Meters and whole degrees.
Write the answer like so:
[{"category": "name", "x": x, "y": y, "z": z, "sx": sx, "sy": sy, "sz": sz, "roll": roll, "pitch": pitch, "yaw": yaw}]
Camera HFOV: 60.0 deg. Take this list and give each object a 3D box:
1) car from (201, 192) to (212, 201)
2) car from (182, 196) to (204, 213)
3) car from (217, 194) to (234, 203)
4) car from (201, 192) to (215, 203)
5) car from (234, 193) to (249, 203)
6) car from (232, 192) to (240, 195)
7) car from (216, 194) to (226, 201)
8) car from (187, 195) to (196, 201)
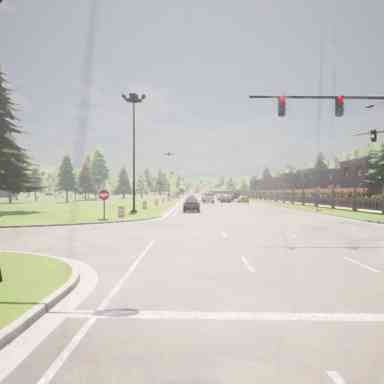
[{"category": "car", "x": 3.393, "y": 1.057, "z": 78.548, "sx": 2.150, "sy": 2.045, "sz": 5.566, "roll": 0, "pitch": 0, "yaw": 0}, {"category": "car", "x": -0.051, "y": 1.492, "z": 37.480, "sx": 2.128, "sy": 1.511, "sz": 4.902, "roll": 0, "pitch": 0, "yaw": 0}, {"category": "car", "x": 6.907, "y": 1.564, "z": 68.519, "sx": 1.994, "sy": 1.385, "sz": 4.181, "roll": 0, "pitch": 0, "yaw": 0}, {"category": "car", "x": 3.408, "y": 1.221, "z": 68.128, "sx": 2.150, "sy": 2.045, "sz": 5.566, "roll": 0, "pitch": 0, "yaw": 0}, {"category": "car", "x": 10.408, "y": 1.477, "z": 68.107, "sx": 1.882, "sy": 1.535, "sz": 5.008, "roll": 0, "pitch": 0, "yaw": 0}, {"category": "car", "x": 10.393, "y": 1.057, "z": 78.557, "sx": 2.150, "sy": 2.045, "sz": 5.566, "roll": 0, "pitch": 0, "yaw": 0}, {"category": "car", "x": 6.893, "y": 1.310, "z": 78.522, "sx": 1.882, "sy": 1.535, "sz": 5.008, "roll": 0, "pitch": 0, "yaw": 0}, {"category": "car", "x": -0.107, "y": 1.372, "z": 78.513, "sx": 2.033, "sy": 1.411, "sz": 5.357, "roll": 0, "pitch": 0, "yaw": 0}]
